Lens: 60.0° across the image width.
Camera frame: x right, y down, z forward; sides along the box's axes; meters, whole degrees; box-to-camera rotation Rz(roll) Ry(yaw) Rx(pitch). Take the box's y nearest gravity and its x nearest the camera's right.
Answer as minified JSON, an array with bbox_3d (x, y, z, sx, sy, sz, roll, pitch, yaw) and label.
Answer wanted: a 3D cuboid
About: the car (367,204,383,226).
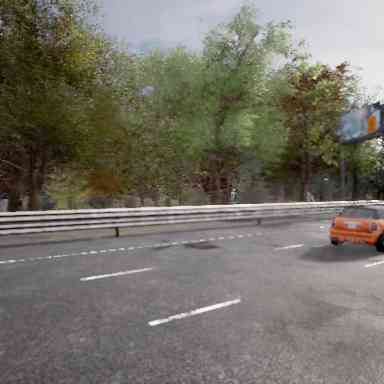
[{"bbox_3d":[14.052,1.528,22.855,4.181,1.385,1.994,0,0,-36],"label":"car"}]

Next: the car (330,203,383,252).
[{"bbox_3d":[7.808,1.328,13.919,4.553,1.767,2.097,0,0,-36],"label":"car"}]
